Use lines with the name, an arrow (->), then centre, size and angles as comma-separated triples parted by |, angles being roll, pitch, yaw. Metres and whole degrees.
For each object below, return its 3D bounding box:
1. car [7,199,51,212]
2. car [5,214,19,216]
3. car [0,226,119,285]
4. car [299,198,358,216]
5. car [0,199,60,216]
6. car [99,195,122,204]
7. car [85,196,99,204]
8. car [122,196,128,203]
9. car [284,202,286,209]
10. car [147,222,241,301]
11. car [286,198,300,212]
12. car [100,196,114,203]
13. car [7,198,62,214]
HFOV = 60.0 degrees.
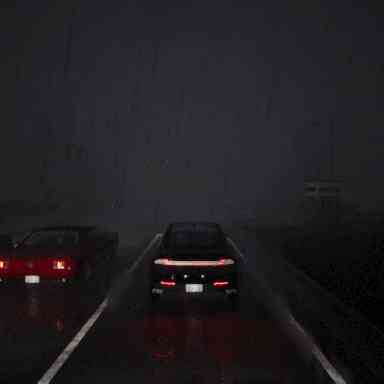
car -> -19.091, 1.557, 39.032 | 4.181, 1.385, 1.994 | 0, 0, -1
car -> -6.937, 1.546, 8.756 | 2.033, 1.411, 5.357 | 0, 0, 0
car -> -3.432, 1.599, 9.415 | 1.895, 1.301, 4.718 | 0, 0, 0
car -> 13.489, 1.486, 32.357 | 4.902, 1.511, 2.128 | 0, 0, -1
car -> -15.796, 1.472, 32.064 | 5.008, 1.535, 1.882 | 0, 0, -1
car -> -14.982, 1.341, 61.480 | 2.097, 1.767, 4.553 | 0, 0, 0
car -> -18.480, 1.466, 62.095 | 1.882, 1.535, 5.008 | 0, 0, 0
car -> -14.977, 1.539, 71.518 | 1.994, 1.385, 4.181 | 0, 0, 0
car -> 13.507, 1.470, 39.359 | 5.008, 1.535, 1.882 | 0, 0, -1
car -> 0.060, 1.490, 8.329 | 2.128, 1.511, 4.902 | 0, 0, 0
car -> 13.213, 1.471, 35.855 | 5.008, 1.535, 1.882 | 0, 0, -1
car -> -18.477, 1.511, 72.196 | 1.812, 1.442, 4.674 | 0, 0, 0
car -> -16.754, 1.471, 35.555 | 5.008, 1.535, 1.882 | 0, 0, -1
